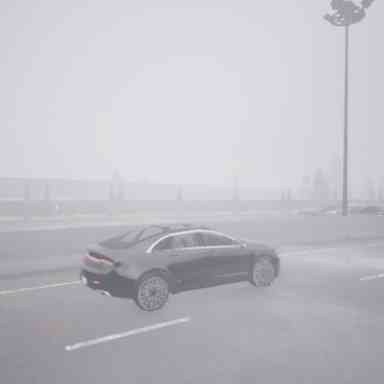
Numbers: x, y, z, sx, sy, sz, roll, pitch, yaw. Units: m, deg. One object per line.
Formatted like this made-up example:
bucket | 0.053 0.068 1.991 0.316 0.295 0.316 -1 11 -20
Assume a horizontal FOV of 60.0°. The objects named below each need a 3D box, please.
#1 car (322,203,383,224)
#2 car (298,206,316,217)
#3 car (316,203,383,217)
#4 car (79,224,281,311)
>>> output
car | 12.685 1.657 26.064 4.674 1.442 1.812 0 0 -20
car | 12.125 1.690 29.636 5.357 1.411 2.033 0 0 -21
car | 10.768 1.608 21.506 4.892 1.490 1.837 0 0 -23
car | -0.039 1.499 7.738 4.902 1.511 2.128 0 0 -33
